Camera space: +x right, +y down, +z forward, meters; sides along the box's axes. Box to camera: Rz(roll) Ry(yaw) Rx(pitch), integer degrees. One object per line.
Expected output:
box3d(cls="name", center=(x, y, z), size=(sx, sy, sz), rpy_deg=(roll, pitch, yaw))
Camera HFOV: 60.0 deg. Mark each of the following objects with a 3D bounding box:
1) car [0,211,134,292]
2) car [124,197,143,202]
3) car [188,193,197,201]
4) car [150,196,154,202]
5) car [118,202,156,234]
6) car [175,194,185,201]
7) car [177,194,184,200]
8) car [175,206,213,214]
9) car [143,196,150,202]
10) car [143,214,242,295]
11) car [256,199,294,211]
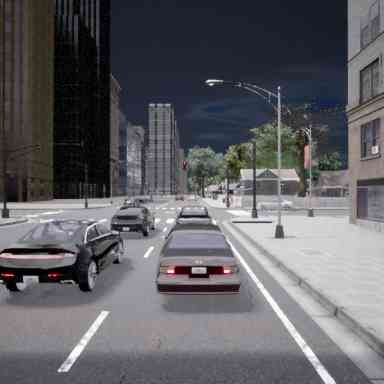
box3d(cls="car", center=(-3.142, 1.492, 8.930), size=(2.128, 1.511, 4.902), rpy_deg=(0, 0, 0))
box3d(cls="car", center=(-9.769, 1.487, 53.876), size=(2.128, 1.511, 4.902), rpy_deg=(0, 0, 1))
box3d(cls="car", center=(0.089, 1.511, 84.023), size=(1.812, 1.442, 4.674), rpy_deg=(0, 0, 0))
box3d(cls="car", center=(-9.672, 1.517, 73.308), size=(1.812, 1.442, 4.674), rpy_deg=(0, 0, 0))
box3d(cls="car", center=(-3.131, 1.504, 18.190), size=(1.837, 1.490, 4.892), rpy_deg=(0, 0, 0))
box3d(cls="car", center=(-3.161, 1.342, 83.997), size=(2.097, 1.767, 4.553), rpy_deg=(0, 0, 0))
box3d(cls="car", center=(-3.150, 1.311, 94.032), size=(1.882, 1.535, 5.008), rpy_deg=(0, 0, 0))
box3d(cls="car", center=(0.117, 1.491, 17.910), size=(2.128, 1.511, 4.902), rpy_deg=(0, 0, 0))
box3d(cls="car", center=(-9.726, 1.595, 63.196), size=(1.895, 1.301, 4.718), rpy_deg=(0, 0, 1))
box3d(cls="car", center=(0.100, 1.545, 8.857), size=(2.033, 1.411, 5.357), rpy_deg=(0, 0, -1))
box3d(cls="car", center=(10.073, 1.574, 40.834), size=(4.674, 1.442, 1.812), rpy_deg=(0, -1, 1))
